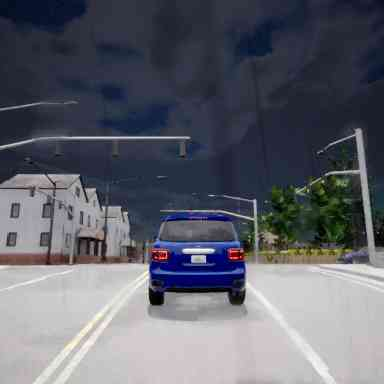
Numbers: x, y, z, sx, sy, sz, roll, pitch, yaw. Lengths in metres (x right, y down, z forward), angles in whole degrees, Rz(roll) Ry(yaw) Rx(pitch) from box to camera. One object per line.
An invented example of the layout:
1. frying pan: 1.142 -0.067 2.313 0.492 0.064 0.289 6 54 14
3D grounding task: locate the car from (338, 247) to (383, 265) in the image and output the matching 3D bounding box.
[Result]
1. car: 15.418 5.659 29.612 4.553 1.767 2.097 0 -12 1

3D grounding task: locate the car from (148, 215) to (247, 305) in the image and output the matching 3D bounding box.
1. car: 0.076 1.761 9.306 2.150 2.045 5.566 0 -7 -1
